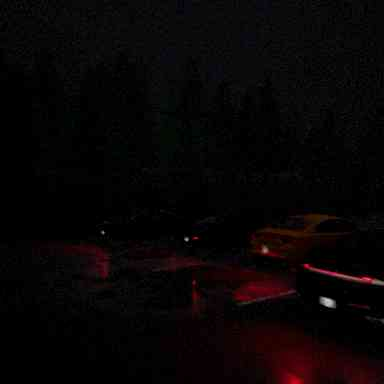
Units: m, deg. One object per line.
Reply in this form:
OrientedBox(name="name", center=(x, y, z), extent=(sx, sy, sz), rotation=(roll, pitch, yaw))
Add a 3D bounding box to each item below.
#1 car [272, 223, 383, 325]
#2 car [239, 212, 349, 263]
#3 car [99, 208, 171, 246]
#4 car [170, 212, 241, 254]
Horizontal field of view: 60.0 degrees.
OrientedBox(name="car", center=(4.116, 1.488, 6.503), extent=(4.902, 1.511, 2.128), rotation=(0, 0, -34))
OrientedBox(name="car", center=(4.106, 1.468, 10.706), extent=(5.008, 1.535, 1.882), rotation=(0, 0, -34))
OrientedBox(name="car", center=(-1.710, 1.471, 15.240), extent=(4.902, 1.511, 2.128), rotation=(0, 0, -34))
OrientedBox(name="car", center=(1.712, 1.510, 13.326), extent=(4.674, 1.442, 1.812), rotation=(0, 0, -34))
